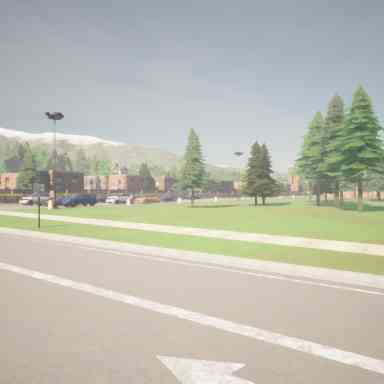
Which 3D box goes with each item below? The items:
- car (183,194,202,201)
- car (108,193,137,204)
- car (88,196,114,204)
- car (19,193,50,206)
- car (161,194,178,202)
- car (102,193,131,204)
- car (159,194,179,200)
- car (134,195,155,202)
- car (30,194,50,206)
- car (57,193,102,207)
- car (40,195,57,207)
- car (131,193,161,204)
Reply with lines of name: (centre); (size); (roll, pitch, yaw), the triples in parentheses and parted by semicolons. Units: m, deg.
car: (0.142, 1.216, 75.166); (2.033, 1.411, 5.357); (0, 0, 35)
car: (-13.975, 1.224, 67.208); (2.150, 2.045, 5.566); (0, 0, 35)
car: (-18.285, 1.492, 67.123); (2.128, 1.511, 4.902); (0, 0, 35)
car: (-26.048, 1.221, 56.152); (2.150, 2.045, 5.566); (0, 0, 36)
car: (-5.815, 1.512, 72.751); (1.812, 1.442, 4.674); (0, 0, 35)
car: (-13.382, 1.223, 62.054); (2.150, 2.045, 5.566); (0, 0, 34)
car: (-5.409, 1.174, 79.444); (2.128, 1.511, 4.902); (0, 0, 35)
car: (-11.057, 1.460, 77.470); (1.882, 1.535, 5.008); (0, 0, 35)
car: (-22.976, 1.547, 54.458); (2.033, 1.411, 5.357); (0, 0, 35)
car: (-17.053, 1.221, 50.720); (2.150, 2.045, 5.566); (0, 0, 35)
car: (-20.562, 1.547, 51.808); (2.033, 1.411, 5.357); (0, 0, 35)
car: (-8.648, 1.351, 62.696); (2.097, 1.767, 4.553); (0, 0, 35)
